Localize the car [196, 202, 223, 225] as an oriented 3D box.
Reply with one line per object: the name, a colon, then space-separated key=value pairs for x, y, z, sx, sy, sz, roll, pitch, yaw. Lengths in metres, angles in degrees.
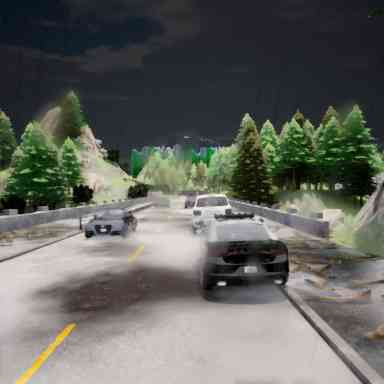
car: x=1.224 y=1.526 z=25.149 sx=1.812 sy=1.442 sz=4.674 roll=0 pitch=0 yaw=0

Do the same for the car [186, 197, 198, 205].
car: x=0.056 y=1.547 z=58.401 sx=2.033 sy=1.411 sz=5.357 roll=0 pitch=0 yaw=0

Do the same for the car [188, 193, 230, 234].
car: x=1.088 y=1.173 z=19.167 sx=2.150 sy=2.045 sz=5.566 roll=-3 pitch=0 yaw=1

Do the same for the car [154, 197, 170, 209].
car: x=-4.050 y=1.506 z=45.640 sx=1.837 sy=1.490 sz=4.892 roll=0 pitch=0 yaw=0

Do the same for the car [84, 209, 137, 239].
car: x=-4.084 y=1.564 z=17.294 sx=1.994 sy=1.385 sz=4.181 roll=0 pitch=0 yaw=0

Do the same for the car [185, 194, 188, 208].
car: x=0.077 y=1.352 z=47.002 sx=2.097 sy=1.767 sz=4.553 roll=0 pitch=0 yaw=1

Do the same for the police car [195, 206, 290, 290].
police car: x=1.174 y=1.401 z=9.267 sx=1.930 sy=1.638 sz=5.238 roll=-2 pitch=-1 yaw=0
